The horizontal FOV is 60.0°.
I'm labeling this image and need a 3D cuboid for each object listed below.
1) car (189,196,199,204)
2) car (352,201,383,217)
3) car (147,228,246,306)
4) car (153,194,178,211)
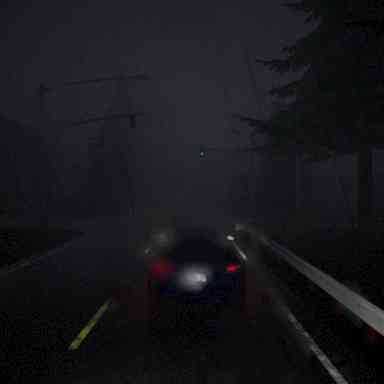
[{"bbox_3d":[0.438,1.590,66.260,1.812,1.442,4.674,0,0,0],"label":"car"},{"bbox_3d":[15.459,1.516,26.609,4.892,1.490,1.837,0,0,0],"label":"car"},{"bbox_3d":[0.116,1.572,8.152,1.994,1.385,4.181,0,0,1],"label":"car"},{"bbox_3d":[-3.313,1.393,42.195,2.097,1.767,4.553,0,0,0],"label":"car"}]
